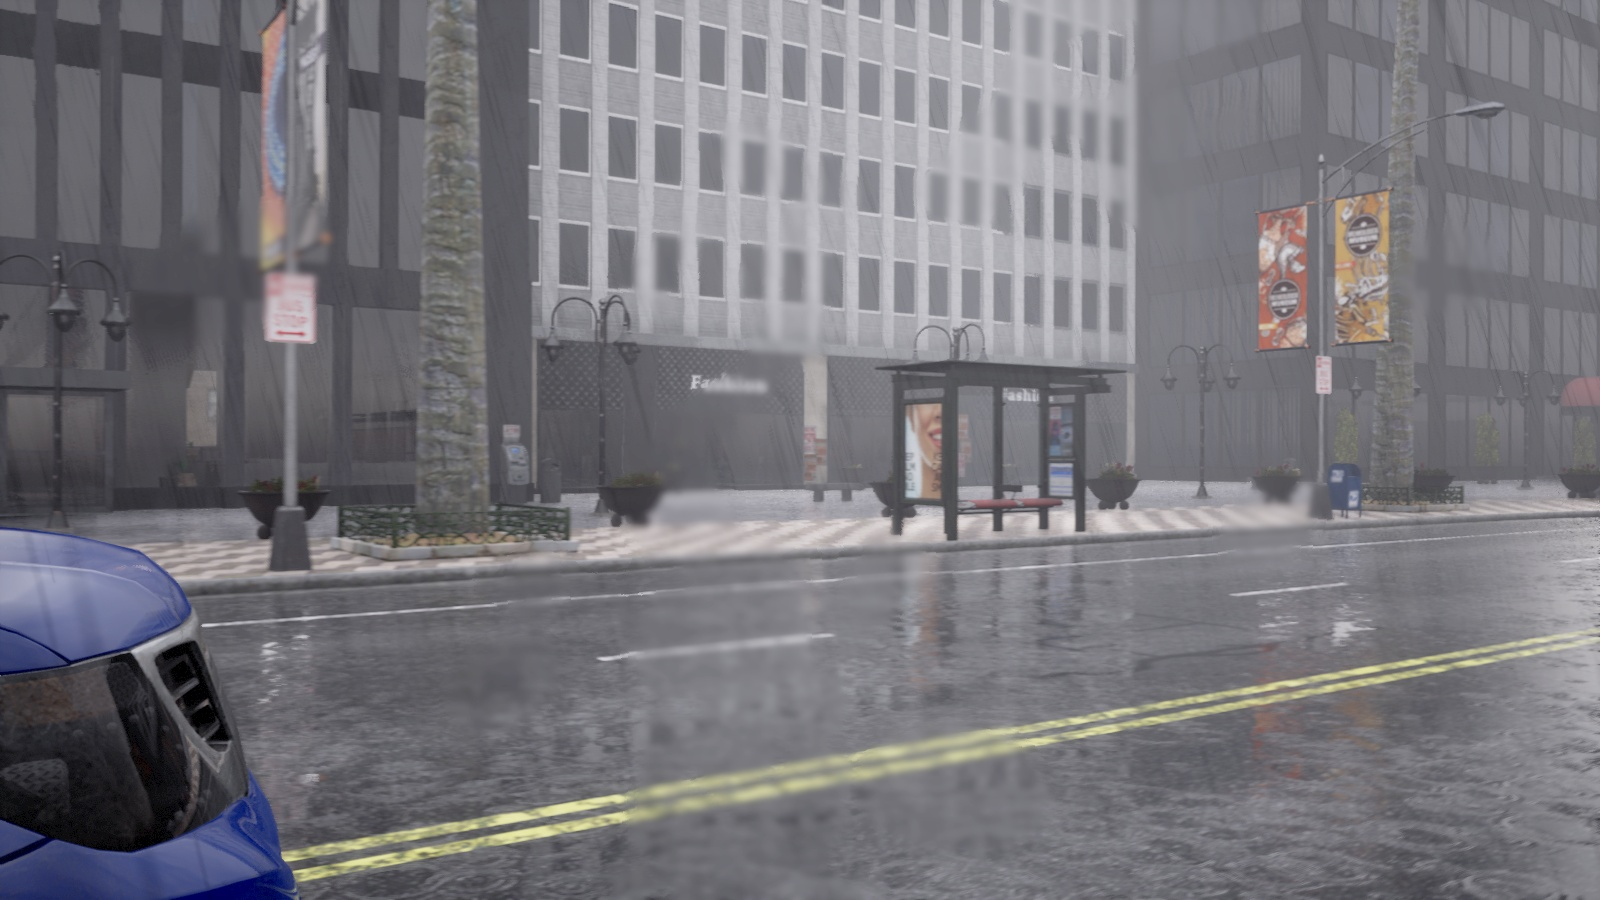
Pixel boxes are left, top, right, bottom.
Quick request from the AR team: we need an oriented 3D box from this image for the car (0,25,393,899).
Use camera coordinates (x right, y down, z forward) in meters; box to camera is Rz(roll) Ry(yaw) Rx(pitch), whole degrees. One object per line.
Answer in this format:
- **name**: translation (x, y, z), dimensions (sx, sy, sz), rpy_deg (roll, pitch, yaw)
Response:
- **car**: translation (-3.519, 0.474, 1.210), dimensions (5.566, 2.045, 2.150), rpy_deg (0, 0, -35)
